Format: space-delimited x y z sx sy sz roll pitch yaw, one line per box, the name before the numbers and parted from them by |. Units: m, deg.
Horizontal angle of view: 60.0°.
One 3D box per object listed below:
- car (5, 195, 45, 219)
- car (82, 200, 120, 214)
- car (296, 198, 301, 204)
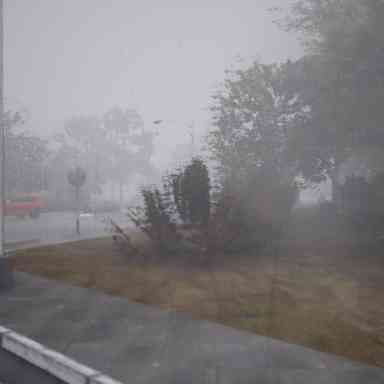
car | -15.096 1.265 27.685 2.150 2.045 5.566 0 0 30
car | -9.762 1.609 36.057 1.994 1.385 4.181 0 0 32
car | 18.509 1.524 60.794 2.128 1.511 4.902 0 0 32
